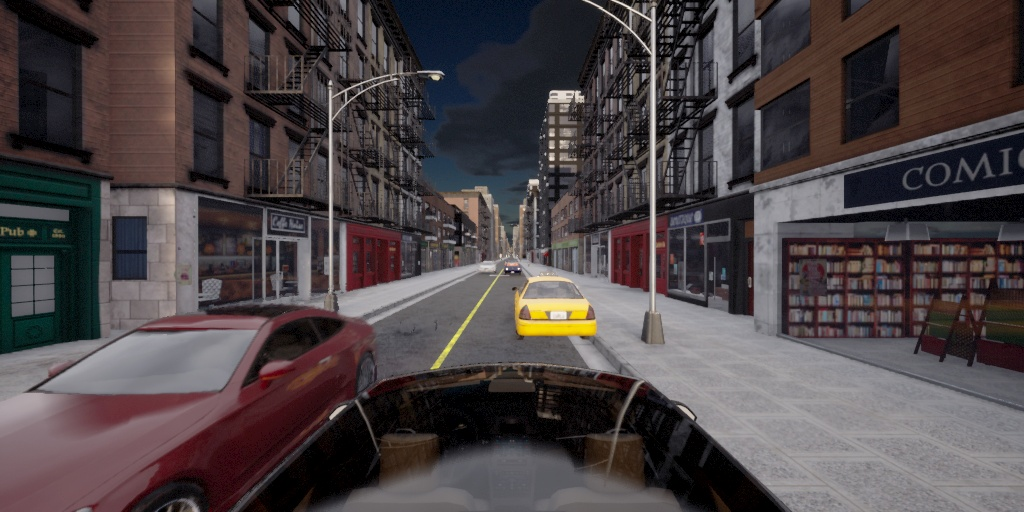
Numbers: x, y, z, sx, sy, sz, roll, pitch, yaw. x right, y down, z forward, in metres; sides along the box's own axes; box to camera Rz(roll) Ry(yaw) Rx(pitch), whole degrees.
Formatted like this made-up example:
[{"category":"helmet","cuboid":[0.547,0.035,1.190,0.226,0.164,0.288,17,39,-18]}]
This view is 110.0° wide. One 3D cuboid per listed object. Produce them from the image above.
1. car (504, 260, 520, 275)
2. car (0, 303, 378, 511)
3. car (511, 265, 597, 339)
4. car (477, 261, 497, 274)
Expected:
[{"category":"car","cuboid":[0.089,1.373,39.079,1.895,1.301,4.718,0,0,0]},{"category":"car","cuboid":[-2.848,1.275,3.535,1.812,1.442,4.674,0,0,0]},{"category":"car","cuboid":[0.965,1.206,9.991,1.801,1.575,5.366,0,0,0]},{"category":"car","cuboid":[-2.735,1.299,40.701,1.812,1.442,4.674,0,0,0]}]
